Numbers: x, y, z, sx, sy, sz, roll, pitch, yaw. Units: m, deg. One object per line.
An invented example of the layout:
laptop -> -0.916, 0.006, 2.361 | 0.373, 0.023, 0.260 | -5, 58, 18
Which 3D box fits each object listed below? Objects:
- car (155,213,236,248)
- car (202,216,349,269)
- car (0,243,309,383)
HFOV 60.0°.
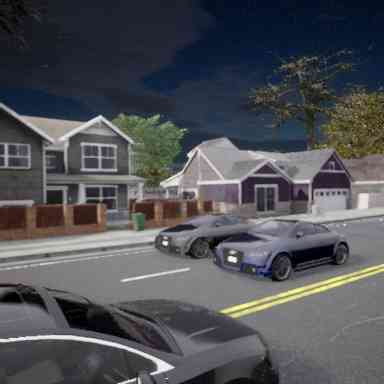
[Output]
car -> 0.740, 1.485, 12.192 | 4.181, 1.385, 1.994 | -1, 1, -35
car -> 2.642, 1.485, 9.558 | 4.181, 1.385, 1.994 | -1, 1, -35
car -> -1.426, 1.504, 2.419 | 4.892, 1.490, 1.837 | 0, 0, -36
